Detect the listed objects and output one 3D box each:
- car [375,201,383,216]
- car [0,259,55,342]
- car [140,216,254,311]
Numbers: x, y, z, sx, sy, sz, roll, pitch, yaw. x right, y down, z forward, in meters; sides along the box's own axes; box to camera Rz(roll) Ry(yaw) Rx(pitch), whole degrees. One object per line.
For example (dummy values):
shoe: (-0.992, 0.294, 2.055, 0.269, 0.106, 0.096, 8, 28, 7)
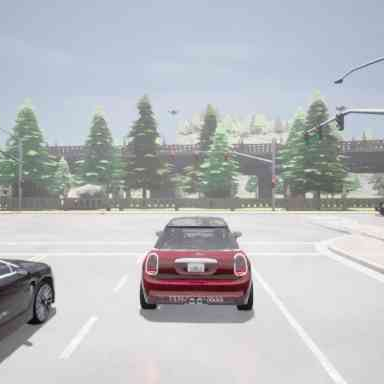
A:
car: (19.473, 1.166, 29.666, 5.566, 2.045, 2.150, 0, 0, 1)
car: (-3.432, 1.491, 4.217, 2.128, 1.511, 4.902, 0, 0, 0)
car: (0.148, 1.352, 7.968, 2.097, 1.767, 4.553, 0, 0, 2)
